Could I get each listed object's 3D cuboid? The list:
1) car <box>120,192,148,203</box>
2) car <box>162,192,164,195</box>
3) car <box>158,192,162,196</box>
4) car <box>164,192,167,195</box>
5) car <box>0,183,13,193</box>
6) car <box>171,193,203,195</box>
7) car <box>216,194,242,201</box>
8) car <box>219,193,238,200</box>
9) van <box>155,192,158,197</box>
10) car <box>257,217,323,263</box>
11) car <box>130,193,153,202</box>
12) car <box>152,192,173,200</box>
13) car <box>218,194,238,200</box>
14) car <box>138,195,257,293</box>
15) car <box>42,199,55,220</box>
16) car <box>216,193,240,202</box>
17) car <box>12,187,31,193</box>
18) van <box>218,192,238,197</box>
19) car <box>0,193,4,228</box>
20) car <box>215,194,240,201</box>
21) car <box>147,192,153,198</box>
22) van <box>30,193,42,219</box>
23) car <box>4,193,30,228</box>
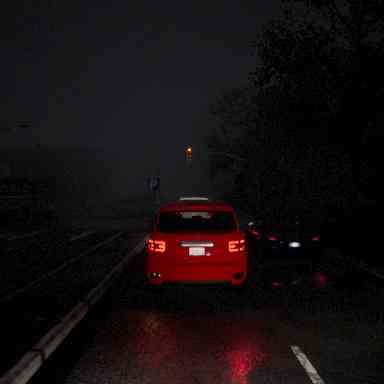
[{"bbox_3d":[-11.558,1.359,65.010,4.792,1.488,2.163,-1,0,-15],"label":"car"},{"bbox_3d":[-9.780,1.360,79.964,4.674,1.452,2.002,-1,0,-13],"label":"car"},{"bbox_3d":[-10.148,1.323,76.968,4.892,1.521,2.231,-1,0,-14],"label":"car"},{"bbox_3d":[-9.414,1.360,82.966,4.674,1.452,2.002,-1,0,-13],"label":"car"},{"bbox_3d":[-31.257,-0.424,55.904,2.435,2.045,5.566,6,-3,-19],"label":"car"},{"bbox_3d":[0.120,1.247,19.402,2.150,2.045,5.566,0,0,0],"label":"car"},{"bbox_3d":[8.074,1.265,73.602,5.366,1.575,1.946,1,0,-13],"label":"car"},{"bbox_3d":[9.308,1.130,85.311,4.553,1.767,2.185,1,0,-12],"label":"car"},{"bbox_3d":[-10.370,1.094,73.996,4.442,1.987,1.878,-1,0,-14],"label":"van"},{"bbox_3d":[3.098,1.577,12.103,1.994,1.385,4.181,0,0,-1],"label":"car"},{"bbox_3d":[-10.830,1.197,70.955,4.553,1.767,2.185,-1,0,-14],"label":"car"},{"bbox_3d":[-8.164,1.066,91.956,5.566,2.045,2.435,-1,0,-12],"label":"car"},{"bbox_3d":[8.947,1.299,82.380,4.674,1.452,2.002,1,0,-12],"label":"car"},{"bbox_3d":[0.088,1.230,9.044,2.150,2.045,5.566,0,0,0],"label":"car"},{"bbox_3d":[-13.675,1.405,27.200,4.553,1.767,2.185,-1,0,-19],"label":"car"},{"bbox_3d":[7.543,1.143,70.608,4.553,1.767,2.185,1,0,-14],"label":"car"},{"bbox_3d":[-28.263,0.138,55.849,2.002,1.452,4.674,6,-3,-19],"label":"car"},{"bbox_3d":[7.165,1.044,67.638,4.442,1.987,1.878,1,0,-14],"label":"van"},{"bbox_3d":[-13.823,1.264,18.149,5.566,2.045,2.435,-1,0,-20],"label":"car"},{"bbox_3d":[8.051,1.259,76.454,5.366,1.575,1.946,1,0,-13],"label":"car"},{"bbox_3d":[-10.919,1.316,68.003,5.366,1.575,1.946,-1,0,-15],"label":"car"},{"bbox_3d":[-13.645,1.298,24.222,4.442,1.987,1.878,-1,0,-20],"label":"van"},{"bbox_3d":[-13.755,1.269,21.186,5.566,2.045,2.435,-1,0,-20],"label":"car"}]
